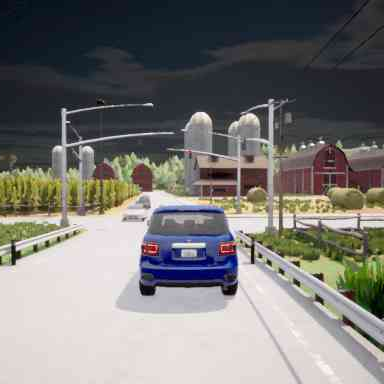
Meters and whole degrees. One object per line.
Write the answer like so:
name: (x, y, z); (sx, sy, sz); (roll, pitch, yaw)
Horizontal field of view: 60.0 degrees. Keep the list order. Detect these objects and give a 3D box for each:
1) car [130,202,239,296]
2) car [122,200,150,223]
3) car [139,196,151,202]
car: (-0.109, 1.369, 9.145); (2.150, 2.045, 5.566); (0, -2, -1)
car: (-4.867, 1.759, 28.762); (1.812, 1.442, 4.674); (0, 1, -5)
car: (-6.401, 1.565, 43.735); (1.994, 1.385, 4.181); (0, 1, -7)
